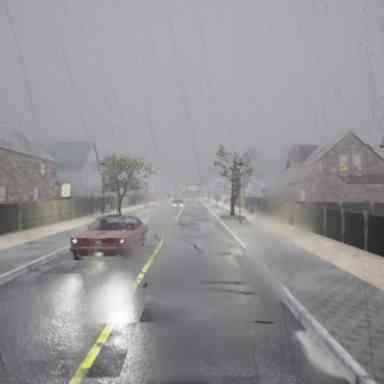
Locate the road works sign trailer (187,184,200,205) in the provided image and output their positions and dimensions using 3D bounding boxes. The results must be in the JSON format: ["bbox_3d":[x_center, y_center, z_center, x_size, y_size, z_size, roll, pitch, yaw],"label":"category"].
[{"bbox_3d":[0.239,0.418,59.161,2.380,3.560,2.880,0,0,0],"label":"road works sign trailer"}]

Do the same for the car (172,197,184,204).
[{"bbox_3d":[-2.531,1.519,60.653,1.994,1.385,4.181,0,0,1],"label":"car"}]

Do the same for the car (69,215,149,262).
[{"bbox_3d":[-2.801,1.556,12.157,1.895,1.301,4.718,0,0,0],"label":"car"}]
